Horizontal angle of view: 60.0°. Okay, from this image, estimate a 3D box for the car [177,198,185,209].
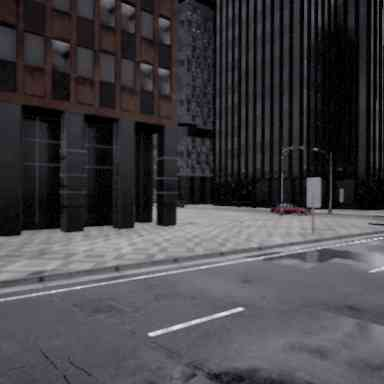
[{"bbox_3d":[-3.442,1.870,57.878,2.150,2.045,5.566,0,-1,-37],"label":"car"}]

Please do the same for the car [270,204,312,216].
[{"bbox_3d":[11.388,2.075,38.175,1.895,1.301,4.718,0,-1,-37],"label":"car"}]
